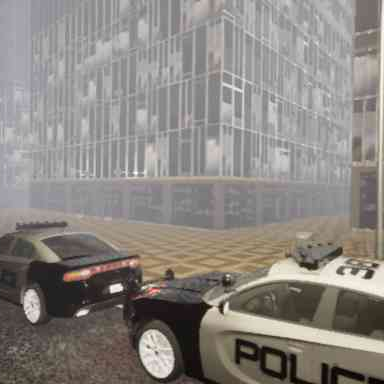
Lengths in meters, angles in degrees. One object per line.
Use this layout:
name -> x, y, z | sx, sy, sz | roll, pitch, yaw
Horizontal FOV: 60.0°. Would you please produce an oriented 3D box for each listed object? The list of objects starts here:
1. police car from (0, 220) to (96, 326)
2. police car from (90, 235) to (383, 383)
police car -> -3.364, 1.463, 7.314 | 5.238, 1.638, 1.930 | 0, 0, 38
police car -> 1.322, 1.441, 3.808 | 5.238, 1.638, 1.930 | 0, 0, 36
